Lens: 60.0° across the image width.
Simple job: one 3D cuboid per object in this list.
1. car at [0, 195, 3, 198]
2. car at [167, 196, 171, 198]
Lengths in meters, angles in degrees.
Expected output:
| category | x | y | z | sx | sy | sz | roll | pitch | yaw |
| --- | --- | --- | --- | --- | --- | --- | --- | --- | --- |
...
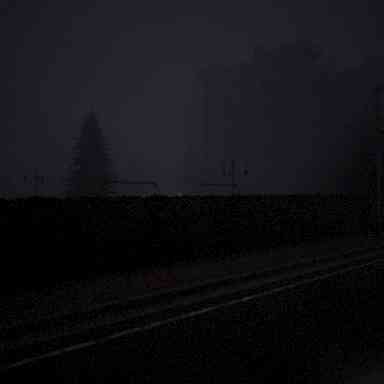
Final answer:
| category | x | y | z | sx | sy | sz | roll | pitch | yaw |
| --- | --- | --- | --- | --- | --- | --- | --- | --- | --- |
| car | -40.312 | 1.374 | 67.393 | 3.633 | 1.501 | 1.845 | 0 | 0 | -38 |
| car | -4.684 | 1.337 | 50.366 | 2.097 | 1.767 | 4.553 | 0 | 0 | -38 |
